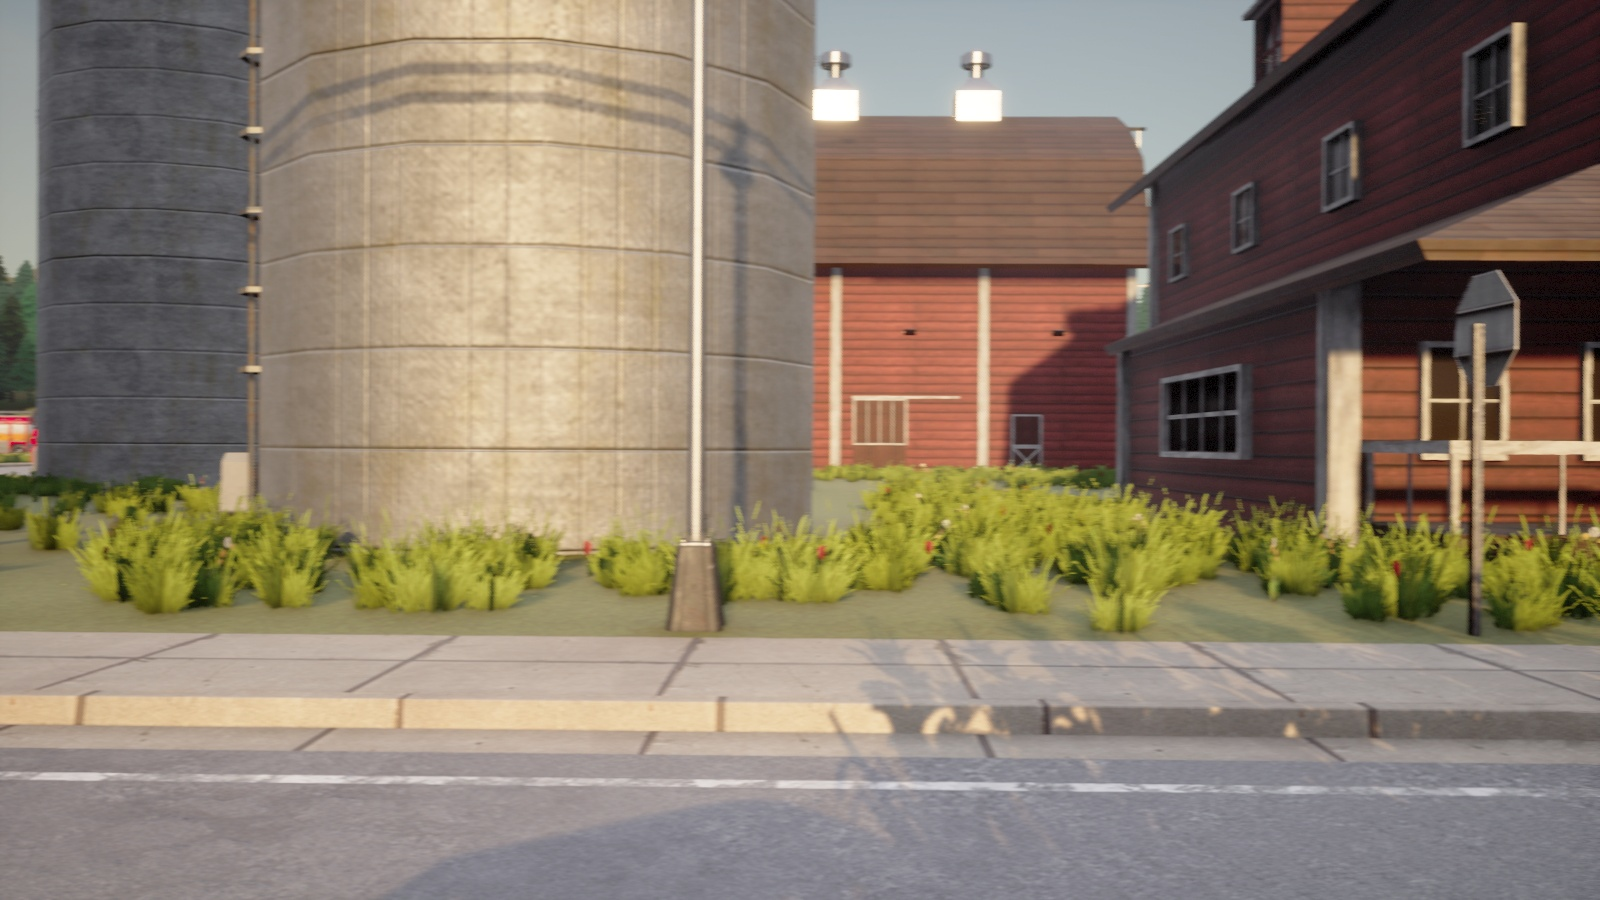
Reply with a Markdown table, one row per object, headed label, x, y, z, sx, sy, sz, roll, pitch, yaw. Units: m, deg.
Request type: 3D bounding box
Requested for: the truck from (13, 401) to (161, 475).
| label | x | y | z | sx | sy | sz | roll | pitch | yaw |
| --- | --- | --- | --- | --- | --- | --- | --- | --- | --- |
| truck | -35.338 | -0.569 | 62.667 | 2.891 | 3.462 | 7.936 | 0 | 0 | 0 |
